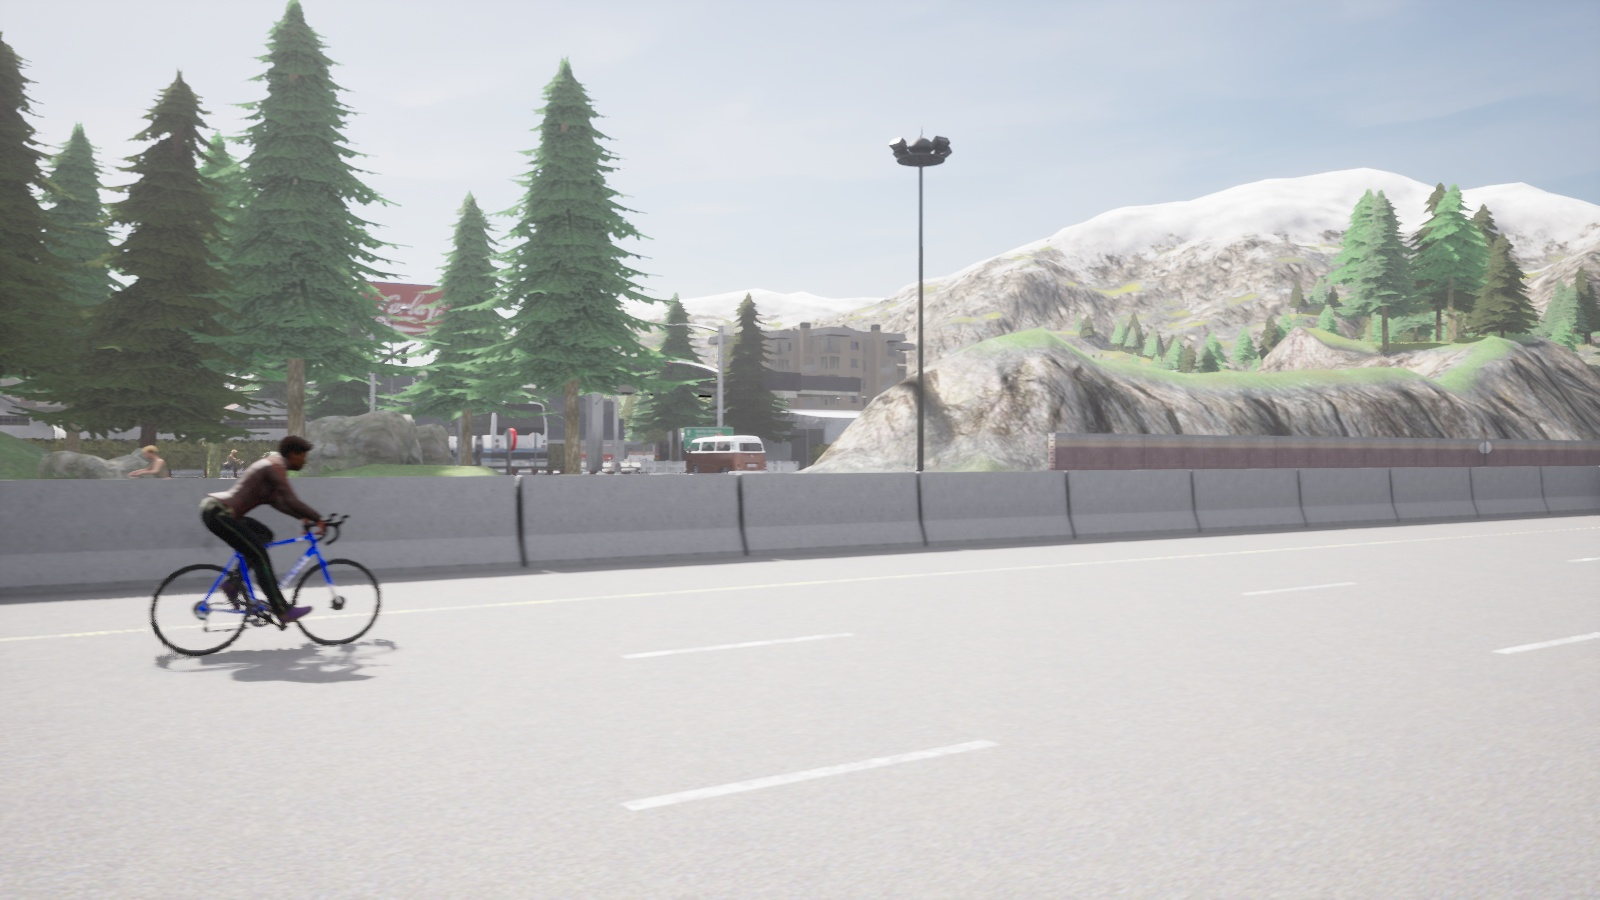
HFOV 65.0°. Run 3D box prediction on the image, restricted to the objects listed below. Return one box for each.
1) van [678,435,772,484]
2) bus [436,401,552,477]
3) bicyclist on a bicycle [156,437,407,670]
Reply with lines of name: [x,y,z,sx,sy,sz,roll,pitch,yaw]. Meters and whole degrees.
van: [-3.335,0.414,55.098,2.069,2.038,4.480,0,0,-35]
bus: [-18.469,-0.598,75.135,3.944,4.253,10.273,0,0,-30]
bicyclist on a bicycle: [-3.890,0.729,9.480,1.656,1.620,0.582,1,0,-35]
